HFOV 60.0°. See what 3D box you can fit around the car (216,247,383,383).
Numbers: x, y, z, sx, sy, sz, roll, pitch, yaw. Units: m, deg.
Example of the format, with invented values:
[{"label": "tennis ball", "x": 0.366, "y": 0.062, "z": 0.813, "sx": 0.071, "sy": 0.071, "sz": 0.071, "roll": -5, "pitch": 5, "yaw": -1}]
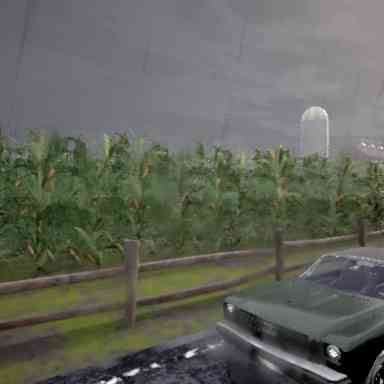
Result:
[{"label": "car", "x": 2.658, "y": 1.608, "z": 4.973, "sx": 4.718, "sy": 1.301, "sz": 1.895, "roll": 0, "pitch": 0, "yaw": -36}]
